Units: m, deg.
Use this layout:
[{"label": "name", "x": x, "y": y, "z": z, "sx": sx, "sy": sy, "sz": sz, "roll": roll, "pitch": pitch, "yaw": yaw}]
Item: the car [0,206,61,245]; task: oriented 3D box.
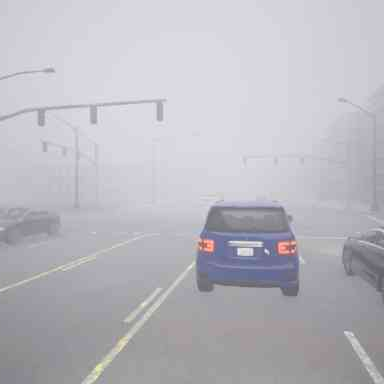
[{"label": "car", "x": -8.120, "y": 1.491, "z": 15.672, "sx": 2.128, "sy": 1.511, "sz": 4.902, "roll": 0, "pitch": 0, "yaw": 10}]

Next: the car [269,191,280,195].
[{"label": "car", "x": 18.732, "y": 0.881, "z": 74.962, "sx": 2.128, "sy": 1.511, "sz": 4.902, "roll": 0, "pitch": 1, "yaw": 11}]

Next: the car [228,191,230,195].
[{"label": "car", "x": 6.615, "y": 0.741, "z": 67.889, "sx": 2.150, "sy": 2.045, "sz": 5.566, "roll": 0, "pitch": 1, "yaw": 12}]

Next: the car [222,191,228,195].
[{"label": "car", "x": 4.515, "y": 0.926, "z": 57.649, "sx": 2.150, "sy": 2.045, "sz": 5.566, "roll": 0, "pitch": 1, "yaw": 11}]

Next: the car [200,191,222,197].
[{"label": "car", "x": 2.489, "y": 1.079, "z": 47.462, "sx": 2.150, "sy": 2.045, "sz": 5.566, "roll": 0, "pitch": 1, "yaw": 11}]

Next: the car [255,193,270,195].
[{"label": "car", "x": 10.640, "y": 1.284, "z": 51.605, "sx": 1.837, "sy": 1.490, "sz": 4.892, "roll": 0, "pitch": 1, "yaw": 11}]

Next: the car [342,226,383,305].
[{"label": "car", "x": 4.779, "y": 1.492, "z": 7.389, "sx": 2.128, "sy": 1.511, "sz": 4.902, "roll": 0, "pitch": 0, "yaw": 11}]

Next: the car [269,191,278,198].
[{"label": "car", "x": 20.711, "y": 0.552, "z": 84.965, "sx": 2.097, "sy": 1.767, "sz": 4.553, "roll": 0, "pitch": 1, "yaw": 11}]

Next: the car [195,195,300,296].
[{"label": "car", "x": 1.511, "y": 1.221, "z": 8.911, "sx": 2.150, "sy": 2.045, "sz": 5.566, "roll": 0, "pitch": 0, "yaw": 11}]
